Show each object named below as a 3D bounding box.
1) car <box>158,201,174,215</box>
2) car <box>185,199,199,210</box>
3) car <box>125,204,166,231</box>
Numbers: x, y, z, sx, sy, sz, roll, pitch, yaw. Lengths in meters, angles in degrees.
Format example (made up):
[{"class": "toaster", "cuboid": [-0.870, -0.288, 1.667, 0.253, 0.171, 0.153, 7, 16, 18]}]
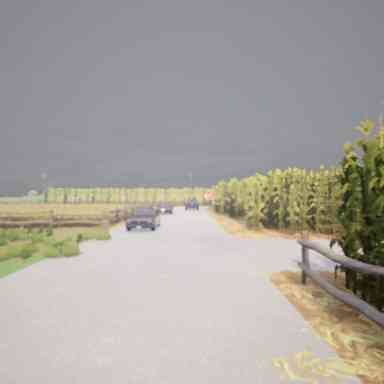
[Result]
[{"class": "car", "cuboid": [-3.181, 1.863, 38.898, 2.128, 1.511, 4.902, 0, -1, 0]}, {"class": "car", "cuboid": [0.005, 1.835, 50.609, 2.097, 1.767, 4.553, 0, -1, 0]}, {"class": "car", "cuboid": [-3.192, 1.765, 22.716, 2.033, 1.411, 5.357, 0, -1, 0]}]
